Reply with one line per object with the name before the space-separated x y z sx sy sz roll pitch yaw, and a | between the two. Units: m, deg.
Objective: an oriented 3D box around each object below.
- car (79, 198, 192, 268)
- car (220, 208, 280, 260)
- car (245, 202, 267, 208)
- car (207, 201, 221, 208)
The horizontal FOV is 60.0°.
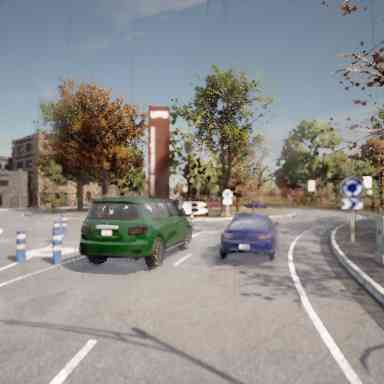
car | -1.618 1.216 11.471 2.150 2.045 5.566 0 -1 14
car | 2.227 1.532 12.372 1.812 1.442 4.674 0 -1 16
car | 11.965 2.386 62.182 4.181 1.385 1.994 -1 -1 44
car | 4.369 2.396 63.496 4.181 1.385 1.994 0 -1 23
